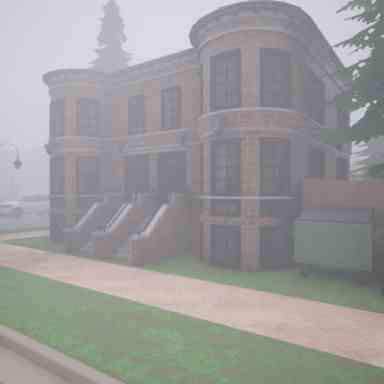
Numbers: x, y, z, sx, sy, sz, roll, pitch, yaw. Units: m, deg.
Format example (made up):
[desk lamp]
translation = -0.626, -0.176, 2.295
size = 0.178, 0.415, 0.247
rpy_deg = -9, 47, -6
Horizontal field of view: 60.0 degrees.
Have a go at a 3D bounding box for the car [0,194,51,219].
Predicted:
[car]
translation = -14.448, 1.207, 29.787
size = 2.150, 2.045, 5.566
rpy_deg = 0, 0, 34
